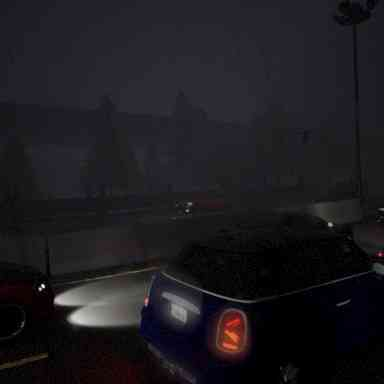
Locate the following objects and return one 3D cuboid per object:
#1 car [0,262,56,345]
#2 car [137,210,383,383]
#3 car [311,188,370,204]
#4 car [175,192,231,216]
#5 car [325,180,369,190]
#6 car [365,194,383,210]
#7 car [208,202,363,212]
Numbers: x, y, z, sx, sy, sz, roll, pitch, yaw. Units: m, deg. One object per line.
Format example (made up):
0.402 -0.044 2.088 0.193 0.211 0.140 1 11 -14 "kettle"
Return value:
-4.314 1.565 4.975 4.181 1.385 1.994 0 0 -35 "car"
1.581 1.313 4.907 4.553 1.767 2.097 -1 1 -36 "car"
10.972 0.678 24.922 4.718 1.301 1.895 -4 2 -36 "car"
0.871 0.824 26.245 4.553 1.767 2.097 -4 2 -36 "car"
14.981 -0.106 32.154 5.566 2.045 2.150 -4 2 -36 "car"
10.680 0.865 15.815 4.902 1.511 2.128 -4 2 -36 "car"
3.058 1.321 10.295 5.008 1.535 1.882 -3 1 -36 "car"
